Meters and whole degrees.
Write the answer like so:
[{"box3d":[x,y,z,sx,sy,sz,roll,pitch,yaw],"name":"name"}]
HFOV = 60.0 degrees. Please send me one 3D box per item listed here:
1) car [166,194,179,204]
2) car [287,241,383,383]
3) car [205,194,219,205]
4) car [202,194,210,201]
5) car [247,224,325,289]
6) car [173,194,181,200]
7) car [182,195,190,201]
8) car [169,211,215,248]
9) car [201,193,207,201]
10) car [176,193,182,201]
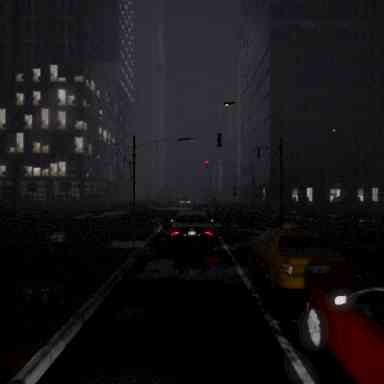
[{"box3d":[-4.091,1.589,65.407,1.802,1.307,4.206,0,0,0],"name":"car"},{"box3d":[2.565,1.543,3.269,1.887,1.381,4.507,0,0,0],"name":"car"},{"box3d":[3.869,1.576,59.924,1.947,1.339,4.313,0,0,0],"name":"car"},{"box3d":[3.666,1.428,87.561,1.967,1.590,4.097,0,0,0],"name":"car"},{"box3d":[2.565,1.523,8.991,1.752,1.417,4.829,0,0,0],"name":"car"},{"box3d":[-4.245,1.422,93.045,1.967,1.590,4.097,0,0,0],"name":"car"},{"box3d":[-1.619,1.466,82.160,1.882,1.535,5.008,0,0,0],"name":"car"},{"box3d":[0.000,1.562,14.650,2.033,1.411,5.357,0,0,0],"name":"car"},{"box3d":[3.697,1.309,82.033,2.192,1.841,5.009,0,0,0],"name":"car"},{"box3d":[-4.183,1.560,81.989,1.947,1.339,4.313,0,0,0],"name":"car"}]
